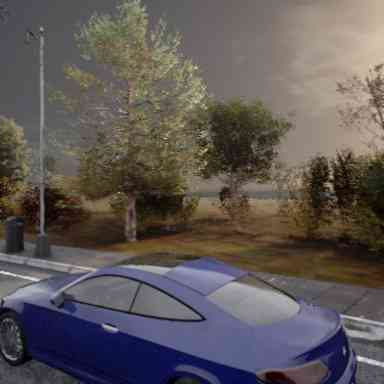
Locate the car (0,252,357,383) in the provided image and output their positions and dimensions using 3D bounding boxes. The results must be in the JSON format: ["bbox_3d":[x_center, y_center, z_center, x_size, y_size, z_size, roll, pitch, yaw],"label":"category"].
[{"bbox_3d":[-0.551,1.516,4.155,4.674,1.442,1.812,0,0,34],"label":"car"}]
